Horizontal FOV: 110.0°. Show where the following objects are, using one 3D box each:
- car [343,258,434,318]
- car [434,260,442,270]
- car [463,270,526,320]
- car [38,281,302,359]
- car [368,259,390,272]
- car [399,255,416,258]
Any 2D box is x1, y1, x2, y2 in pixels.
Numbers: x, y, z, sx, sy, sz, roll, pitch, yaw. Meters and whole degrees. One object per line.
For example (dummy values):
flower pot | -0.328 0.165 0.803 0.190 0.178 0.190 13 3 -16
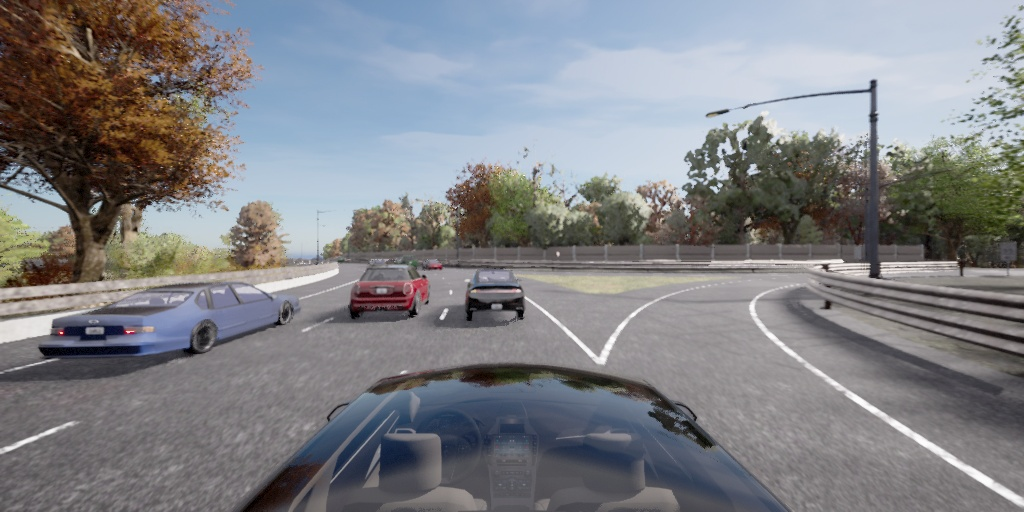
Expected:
car | -4.279 1.095 13.233 2.097 1.767 4.553 0 0 -7
car | -11.189 1.260 50.027 1.994 1.385 4.181 0 0 -28
car | -0.662 1.223 12.630 2.128 1.511 4.902 0 0 -5
car | -7.262 1.310 8.587 2.033 1.411 5.357 0 0 -4
car | -17.606 1.217 47.201 2.128 1.511 4.902 0 0 -28
car | -14.191 0.933 48.211 2.150 2.045 5.566 0 0 -28
